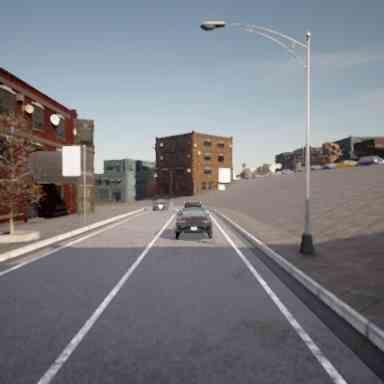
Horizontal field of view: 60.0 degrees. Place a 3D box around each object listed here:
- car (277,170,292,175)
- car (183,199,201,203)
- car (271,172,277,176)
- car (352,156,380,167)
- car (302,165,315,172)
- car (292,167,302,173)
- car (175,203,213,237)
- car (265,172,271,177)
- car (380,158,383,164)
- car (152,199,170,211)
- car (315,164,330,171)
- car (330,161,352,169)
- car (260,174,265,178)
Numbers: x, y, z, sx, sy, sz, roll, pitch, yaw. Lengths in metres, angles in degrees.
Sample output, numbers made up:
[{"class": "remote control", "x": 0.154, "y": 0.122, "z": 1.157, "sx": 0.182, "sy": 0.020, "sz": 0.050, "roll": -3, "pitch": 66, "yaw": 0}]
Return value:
[{"class": "car", "x": 21.497, "y": -4.303, "z": 75.234, "sx": 2.185, "sy": 1.767, "sz": 4.553, "roll": 0, "pitch": 1, "yaw": -1}, {"class": "car", "x": 0.046, "y": 1.545, "z": 38.213, "sx": 1.882, "sy": 1.535, "sz": 5.008, "roll": 0, "pitch": -1, "yaw": -1}, {"class": "car", "x": 21.378, "y": -4.201, "z": 80.728, "sx": 2.002, "sy": 1.452, "sz": 4.674, "roll": 0, "pitch": 1, "yaw": -1}, {"class": "car", "x": 22.916, "y": -3.793, "z": 42.195, "sx": 2.185, "sy": 1.767, "sz": 4.553, "roll": 0, "pitch": 1, "yaw": -5}, {"class": "car", "x": 21.863, "y": -3.967, "z": 58.780, "sx": 2.231, "sy": 1.521, "sz": 4.892, "roll": 0, "pitch": 1, "yaw": -1}, {"class": "car", "x": 21.735, "y": -4.045, "z": 64.298, "sx": 2.231, "sy": 1.521, "sz": 4.892, "roll": 0, "pitch": 1, "yaw": -1}, {"class": "car", "x": 0.088, "y": 1.520, "z": 17.729, "sx": 1.812, "sy": 1.442, "sz": 4.674, "roll": 0, "pitch": 0, "yaw": 0}, {"class": "car", "x": 21.254, "y": -4.433, "z": 86.401, "sx": 2.185, "sy": 1.767, "sz": 4.553, "roll": 0, "pitch": 1, "yaw": -1}, {"class": "car", "x": 23.536, "y": -3.533, "z": 36.505, "sx": 2.163, "sy": 1.488, "sz": 4.792, "roll": 0, "pitch": 1, "yaw": -6}, {"class": "car", "x": -3.876, "y": 1.603, "z": 41.741, "sx": 2.128, "sy": 1.511, "sz": 4.902, "roll": 0, "pitch": -1, "yaw": -4}, {"class": "car", "x": 22.096, "y": -3.830, "z": 53.238, "sx": 2.002, "sy": 1.452, "sz": 4.674, "roll": 0, "pitch": 1, "yaw": -2}, {"class": "car", "x": 22.448, "y": -3.769, "z": 47.701, "sx": 2.097, "sy": 1.535, "sz": 5.008, "roll": 0, "pitch": 1, "yaw": -4}, {"class": "car", "x": 21.135, "y": -4.493, "z": 91.920, "sx": 2.185, "sy": 1.767, "sz": 4.553, "roll": 0, "pitch": 1, "yaw": -1}]
